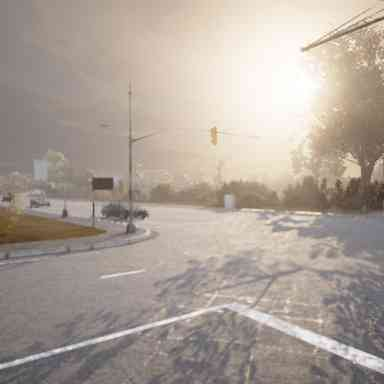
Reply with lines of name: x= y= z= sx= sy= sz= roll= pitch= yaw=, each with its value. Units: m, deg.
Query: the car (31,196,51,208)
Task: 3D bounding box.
car: x=-21.135 y=1.397 z=46.302 sx=1.837 sy=1.490 sz=4.892 roll=-1 pitch=0 yaw=-39

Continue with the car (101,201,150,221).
car: x=-5.520 y=1.454 z=26.849 sx=2.033 sy=1.411 sz=5.357 roll=-1 pitch=0 yaw=-39
